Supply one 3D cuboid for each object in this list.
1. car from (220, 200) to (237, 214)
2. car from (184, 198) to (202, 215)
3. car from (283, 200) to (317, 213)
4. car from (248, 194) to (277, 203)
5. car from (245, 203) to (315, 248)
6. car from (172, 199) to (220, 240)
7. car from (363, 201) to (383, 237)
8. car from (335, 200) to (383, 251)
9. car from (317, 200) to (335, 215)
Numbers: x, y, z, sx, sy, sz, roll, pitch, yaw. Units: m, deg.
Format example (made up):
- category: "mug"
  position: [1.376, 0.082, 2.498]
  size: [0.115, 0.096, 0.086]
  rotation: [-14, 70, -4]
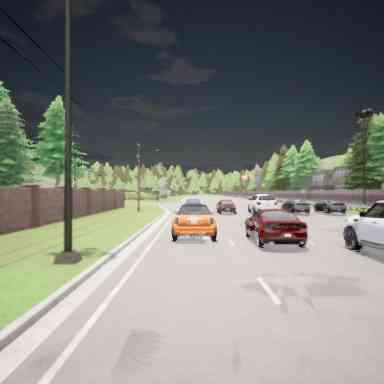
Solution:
- category: "car"
  position: [3.608, 1.552, 35.568]
  size: [1.812, 1.442, 4.674]
  rotation: [0, 0, 0]
- category: "car"
  position: [0.107, 1.503, 36.007]
  size: [1.882, 1.535, 5.008]
  rotation: [0, 0, 0]
- category: "car"
  position: [10.608, 1.517, 34.256]
  size: [2.128, 1.511, 4.902]
  rotation: [0, 0, 0]
- category: "car"
  position: [7.108, 1.247, 33.902]
  size: [2.150, 2.045, 5.566]
  rotation: [0, 0, 0]
- category: "car"
  position: [3.603, 1.489, 15.002]
  size: [1.882, 1.535, 5.008]
  rotation: [0, 0, 0]
- category: "car"
  position: [0.104, 1.365, 17.068]
  size: [2.097, 1.767, 4.553]
  rotation: [0, 0, 0]
- category: "car"
  position: [10.604, 1.364, 16.282]
  size: [2.097, 1.767, 4.553]
  rotation: [0, 0, 0]
- category: "car"
  position: [7.102, 1.230, 10.952]
  size: [2.150, 2.045, 5.566]
  rotation: [0, 0, 0]
- category: "car"
  position: [14.107, 1.518, 34.251]
  size: [2.128, 1.511, 4.902]
  rotation: [0, 0, 0]
